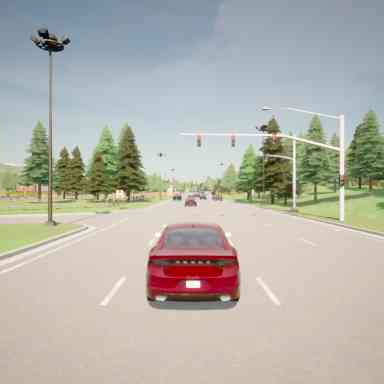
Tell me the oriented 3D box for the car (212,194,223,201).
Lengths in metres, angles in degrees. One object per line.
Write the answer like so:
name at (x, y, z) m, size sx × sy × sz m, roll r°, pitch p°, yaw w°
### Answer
car at (6.681, 1.517, 83.595) m, size 2.128 × 1.511 × 4.902 m, roll 0°, pitch 0°, yaw 0°

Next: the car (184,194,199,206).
car at (-0.201, 1.526, 52.955) m, size 1.812 × 1.442 × 4.674 m, roll 0°, pitch 0°, yaw 0°

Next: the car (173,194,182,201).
car at (-3.819, 1.469, 83.554) m, size 1.882 × 1.535 × 5.008 m, roll 0°, pitch 0°, yaw 0°

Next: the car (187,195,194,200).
car at (-0.359, 1.428, 94.018) m, size 1.895 × 1.301 × 4.718 m, roll 0°, pitch 0°, yaw 0°

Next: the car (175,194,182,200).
car at (-3.859, 1.310, 93.974) m, size 1.882 × 1.535 × 5.008 m, roll 0°, pitch 0°, yaw 0°

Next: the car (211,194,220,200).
car at (6.641, 1.372, 94.014) m, size 2.033 × 1.411 × 5.357 m, roll 0°, pitch 0°, yaw 0°

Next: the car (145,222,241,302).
car at (0.031, 1.478, 8.353) m, size 1.882 × 1.535 × 5.008 m, roll 0°, pitch 0°, yaw 0°

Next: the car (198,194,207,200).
car at (3.139, 1.524, 94.414) m, size 1.812 × 1.442 × 4.674 m, roll 0°, pitch 0°, yaw 0°
